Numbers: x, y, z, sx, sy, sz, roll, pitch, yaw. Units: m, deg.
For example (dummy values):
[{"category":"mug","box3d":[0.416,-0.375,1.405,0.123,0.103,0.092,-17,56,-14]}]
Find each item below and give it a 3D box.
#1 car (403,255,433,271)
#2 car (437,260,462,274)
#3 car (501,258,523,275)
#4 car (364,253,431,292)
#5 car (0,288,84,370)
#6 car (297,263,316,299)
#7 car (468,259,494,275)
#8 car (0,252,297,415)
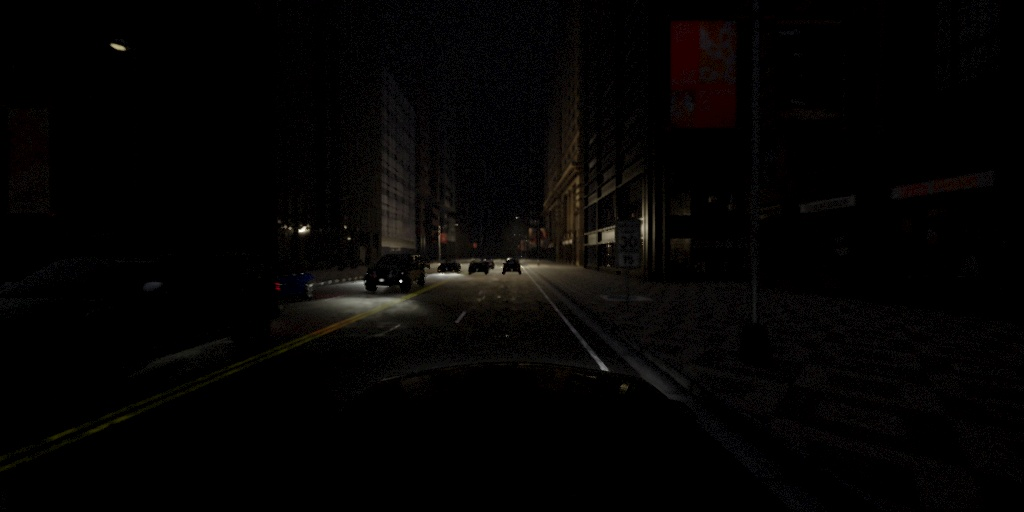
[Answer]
[{"category":"car","box3d":[-9.758,0.702,37.560,1.837,1.490,4.892,0,0,0]},{"category":"car","box3d":[-6.534,1.111,37.802,1.994,1.385,4.181,0,0,1]},{"category":"car","box3d":[-0.008,1.082,36.216,1.812,1.442,4.674,0,0,0]},{"category":"car","box3d":[-6.595,0.867,20.910,2.150,2.045,5.566,0,0,0]},{"category":"car","box3d":[-9.862,1.333,5.099,1.895,1.301,4.718,0,0,1]},{"category":"car","box3d":[-9.849,1.036,14.164,2.097,1.767,4.553,0,0,0]},{"category":"car","box3d":[-3.257,1.050,35.918,2.128,1.511,4.902,0,0,0]},{"category":"car","box3d":[-6.596,0.947,6.306,2.150,2.045,5.566,0,0,0]}]
